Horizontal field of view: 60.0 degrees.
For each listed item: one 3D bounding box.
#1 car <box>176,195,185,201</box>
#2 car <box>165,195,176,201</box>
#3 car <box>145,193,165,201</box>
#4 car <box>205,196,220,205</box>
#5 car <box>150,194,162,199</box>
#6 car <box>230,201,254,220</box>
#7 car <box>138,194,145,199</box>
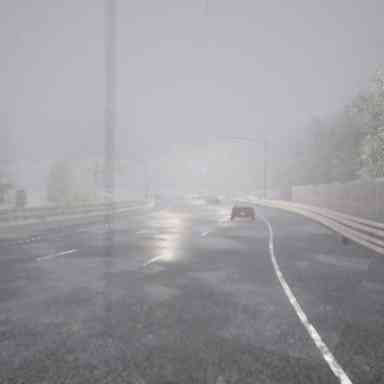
[{"bbox_3d":[-3.427,1.501,88.388,1.882,1.535,5.008,1,0,-24],"label":"car"},{"bbox_3d":[-6.629,1.585,86.992,1.895,1.301,4.718,1,0,-24],"label":"car"},{"bbox_3d":[-9.506,1.174,84.810,2.150,2.045,5.566,1,0,-24],"label":"car"},{"bbox_3d":[3.859,1.443,63.210,2.097,1.767,4.553,1,0,-10],"label":"car"},{"bbox_3d":[-10.322,1.385,94.921,1.994,1.385,4.181,1,0,-28],"label":"car"},{"bbox_3d":[4.346,1.551,28.727,1.882,1.535,5.008,1,0,8],"label":"car"},{"bbox_3d":[-13.634,1.352,93.702,2.128,1.511,4.902,1,0,-28],"label":"car"}]
